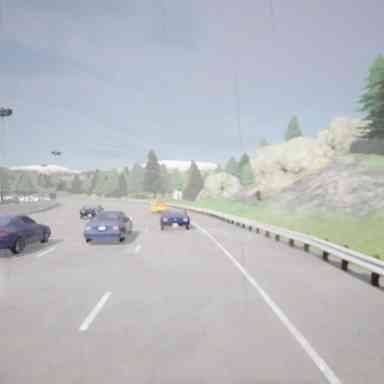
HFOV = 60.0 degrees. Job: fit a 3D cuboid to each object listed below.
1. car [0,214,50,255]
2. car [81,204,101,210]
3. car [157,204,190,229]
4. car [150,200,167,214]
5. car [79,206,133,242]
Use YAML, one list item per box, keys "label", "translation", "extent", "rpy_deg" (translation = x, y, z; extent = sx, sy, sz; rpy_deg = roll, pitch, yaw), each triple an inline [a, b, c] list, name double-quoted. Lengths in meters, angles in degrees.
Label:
- label: "car"
  translation: [-7.486, 1.641, 13.769]
  extent: [1.812, 1.442, 4.674]
  rpy_deg: [0, 0, -4]
- label: "car"
  translation: [-9.647, 1.850, 32.518]
  extent: [1.895, 1.301, 4.718]
  rpy_deg: [0, 0, -9]
- label: "car"
  translation: [-1.248, 1.761, 22.702]
  extent: [1.895, 1.301, 4.718]
  rpy_deg: [0, 0, -6]
- label: "car"
  translation: [-3.981, 1.766, 40.447]
  extent: [1.882, 1.535, 5.008]
  rpy_deg: [0, 0, -11]
- label: "car"
  translation: [-4.212, 1.678, 17.259]
  extent: [2.033, 1.411, 5.357]
  rpy_deg: [0, 0, -5]
